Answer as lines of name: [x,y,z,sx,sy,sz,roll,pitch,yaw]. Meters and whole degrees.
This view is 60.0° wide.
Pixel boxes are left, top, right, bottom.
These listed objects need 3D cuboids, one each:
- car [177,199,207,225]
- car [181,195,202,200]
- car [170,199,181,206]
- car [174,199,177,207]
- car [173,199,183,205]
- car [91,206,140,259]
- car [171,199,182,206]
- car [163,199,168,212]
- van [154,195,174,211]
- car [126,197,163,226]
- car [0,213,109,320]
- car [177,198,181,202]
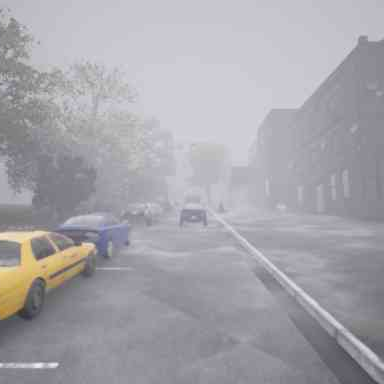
car: [0.093,1.557,24.910,1.882,1.535,5.008,0,0,0]
car: [0.093,1.364,42.296,2.150,2.045,5.566,0,0,0]
car: [-3.655,2.299,74.023,2.097,1.535,5.008,1,-2,2]
car: [-3.666,1.509,46.185,2.185,1.767,4.553,0,0,2]
car: [-3.667,2.670,85.185,2.163,1.488,4.792,0,-1,2]
car: [-3.657,1.518,12.787,2.097,1.535,5.008,0,0,2]
car: [-3.663,2.469,79.582,2.097,1.535,5.008,0,-1,2]
car: [-3.660,1.616,29.501,2.002,1.452,4.674,0,0,2]
van: [-3.659,1.390,40.763,1.878,1.987,4.442,0,0,2]
car: [-3.661,1.431,23.903,2.185,1.767,4.553,0,0,2]
car: [-3.648,1.499,7.408,1.946,1.575,5.366,0,0,2]
car: [-3.650,1.989,62.918,2.163,1.488,4.792,1,-2,2]
